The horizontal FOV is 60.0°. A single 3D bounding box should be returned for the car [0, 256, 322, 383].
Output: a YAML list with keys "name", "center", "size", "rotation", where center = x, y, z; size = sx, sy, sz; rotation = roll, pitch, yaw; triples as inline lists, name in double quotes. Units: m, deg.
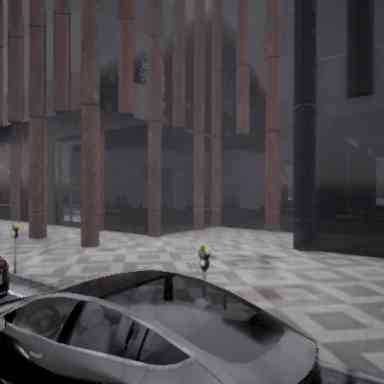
- name: "car"
  center: [-0.863, 1.551, 3.580]
  size: [4.313, 1.339, 1.947]
  rotation: [0, 0, 36]
